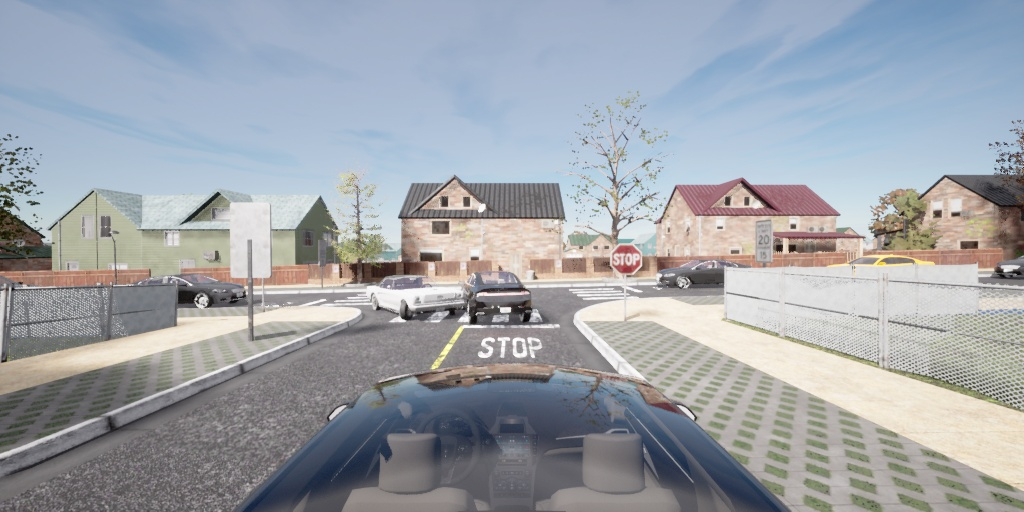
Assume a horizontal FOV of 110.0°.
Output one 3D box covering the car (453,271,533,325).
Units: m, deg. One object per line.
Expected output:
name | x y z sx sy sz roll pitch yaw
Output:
car | -0.679 1.242 12.005 2.128 1.511 4.902 0 0 -12

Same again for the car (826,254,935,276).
car | 19.771 0.690 19.439 5.008 1.535 1.882 -1 1 0

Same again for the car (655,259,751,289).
car | 10.341 0.925 19.408 4.902 1.511 2.128 -1 1 0

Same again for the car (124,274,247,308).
car | -14.894 1.566 16.368 4.902 1.511 2.128 -1 1 0

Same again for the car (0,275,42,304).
car | -24.231 1.648 16.333 4.553 1.767 2.097 -1 1 0

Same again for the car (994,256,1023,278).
car | 29.396 0.478 19.470 4.902 1.511 2.128 -1 1 0

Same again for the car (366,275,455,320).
car | -3.596 1.367 12.866 1.895 1.301 4.718 0 0 -38
